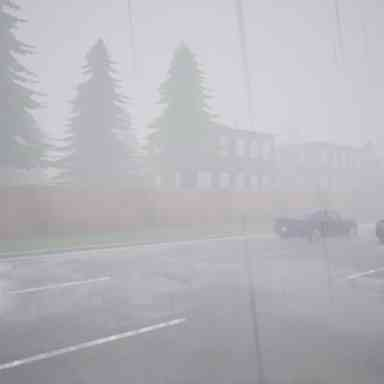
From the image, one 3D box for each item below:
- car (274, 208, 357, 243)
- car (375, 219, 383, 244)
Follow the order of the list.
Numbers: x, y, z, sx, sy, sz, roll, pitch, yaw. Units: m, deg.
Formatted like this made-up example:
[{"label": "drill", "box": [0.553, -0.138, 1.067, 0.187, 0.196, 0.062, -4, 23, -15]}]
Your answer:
[{"label": "car", "box": [6.260, 1.568, 16.643, 5.008, 1.535, 1.882, 0, 0, -35]}, {"label": "car", "box": [10.301, 1.598, 15.203, 4.902, 1.511, 2.128, 0, 0, -35]}]
